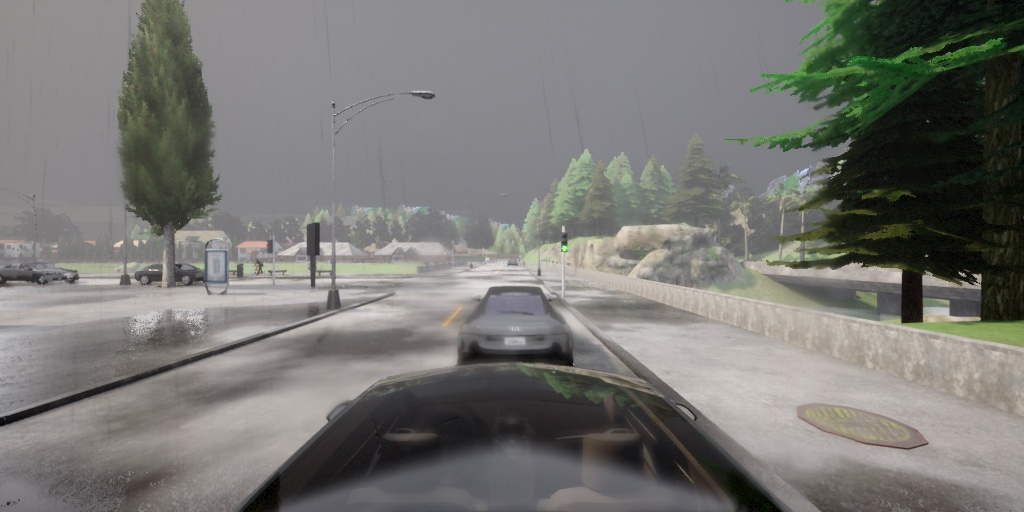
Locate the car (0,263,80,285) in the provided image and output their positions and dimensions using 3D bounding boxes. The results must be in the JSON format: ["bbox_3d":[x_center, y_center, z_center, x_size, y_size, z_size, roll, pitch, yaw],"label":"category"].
[{"bbox_3d":[-34.127,1.239,25.699,4.902,1.511,2.128,0,0,0],"label":"car"}]

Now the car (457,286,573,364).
[{"bbox_3d":[0.065,1.313,7.647,1.994,1.385,4.181,0,0,0],"label":"car"}]

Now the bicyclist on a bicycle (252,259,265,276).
[{"bbox_3d":[-24.104,1.096,34.095,0.582,1.620,1.656,0,0,0],"label":"bicyclist on a bicycle"}]

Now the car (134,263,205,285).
[{"bbox_3d":[-24.027,1.253,25.697,4.892,1.490,1.837,0,0,0],"label":"car"}]
